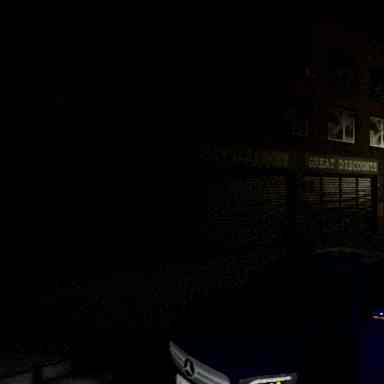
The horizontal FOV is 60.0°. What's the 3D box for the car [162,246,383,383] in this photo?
[{"bbox_3d":[1.847,1.525,4.376,4.674,1.442,1.812,0,0,-35],"label":"car"}]
